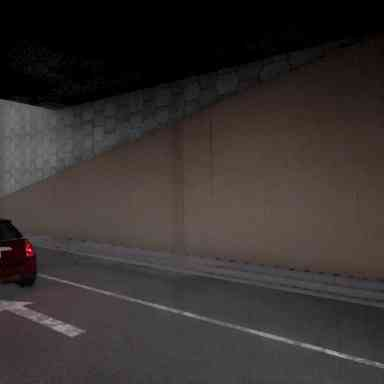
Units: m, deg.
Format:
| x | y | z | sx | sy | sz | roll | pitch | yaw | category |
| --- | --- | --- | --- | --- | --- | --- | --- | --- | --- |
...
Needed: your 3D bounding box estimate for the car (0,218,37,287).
| x | y | z | sx | sy | sz | roll | pitch | yaw | category |
| --- | --- | --- | --- | --- | --- | --- | --- | --- | --- |
| -5.837 | 1.352 | 8.154 | 4.553 | 1.767 | 2.097 | 0 | 0 | 36 | car |
